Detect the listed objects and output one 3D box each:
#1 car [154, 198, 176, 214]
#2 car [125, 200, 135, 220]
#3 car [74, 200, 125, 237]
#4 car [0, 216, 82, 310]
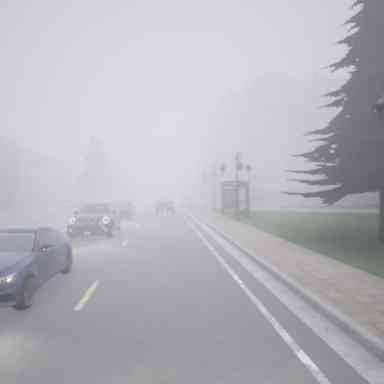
[{"bbox_3d":[-2.728,1.398,33.342,1.837,1.490,4.892,-1,1,-5],"label":"car"},{"bbox_3d":[-5.931,1.443,28.066,1.882,1.535,5.008,-1,0,-4],"label":"car"},{"bbox_3d":[-5.062,1.350,17.748,2.097,1.767,4.553,-1,0,-5],"label":"car"},{"bbox_3d":[-4.179,1.554,7.903,1.812,1.442,4.674,-1,0,-5],"label":"car"}]
